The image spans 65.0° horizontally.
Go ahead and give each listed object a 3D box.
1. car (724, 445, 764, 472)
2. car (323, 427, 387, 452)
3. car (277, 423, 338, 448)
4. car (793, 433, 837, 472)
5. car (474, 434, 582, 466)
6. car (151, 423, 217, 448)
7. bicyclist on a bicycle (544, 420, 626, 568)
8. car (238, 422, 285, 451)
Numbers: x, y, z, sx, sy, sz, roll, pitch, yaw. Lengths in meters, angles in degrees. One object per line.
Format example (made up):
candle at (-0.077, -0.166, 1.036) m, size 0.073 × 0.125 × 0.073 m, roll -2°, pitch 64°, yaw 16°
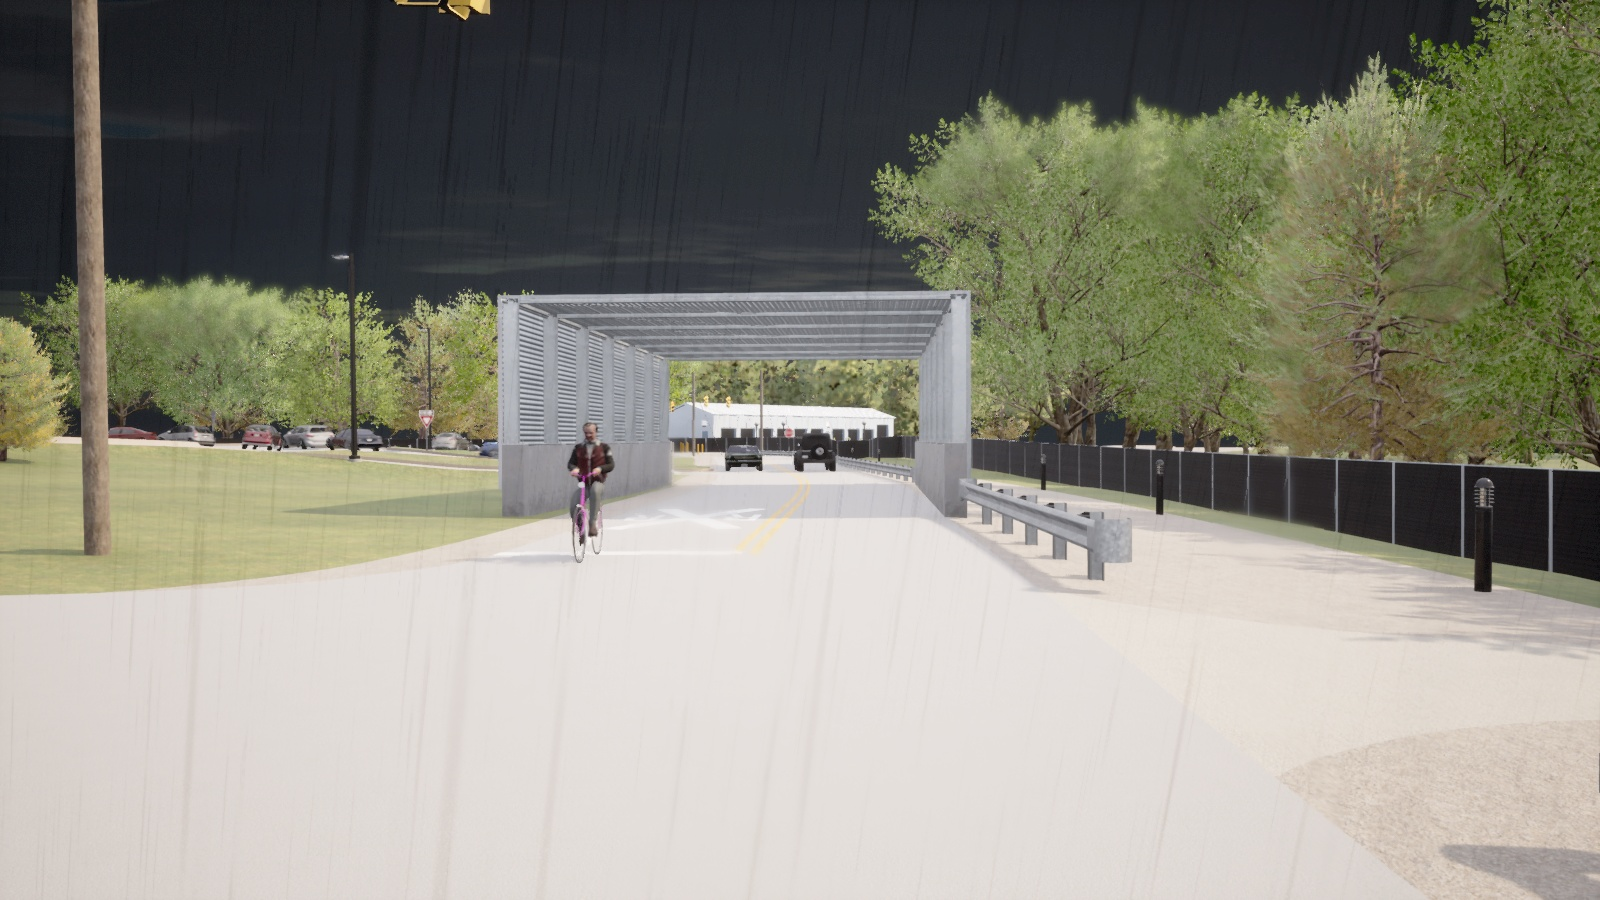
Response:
car at (-2.837, 0.406, 63.110) m, size 1.895 × 1.301 × 4.718 m, roll -1°, pitch 1°, yaw -4°
car at (-26.666, -0.638, 75.087) m, size 2.033 × 1.411 × 5.357 m, roll 0°, pitch 1°, yaw -38°
car at (-34.169, -1.028, 87.005) m, size 4.611 × 1.667 × 2.242 m, roll 2°, pitch 3°, yaw 45°
car at (0.715, 0.091, 62.370) m, size 1.905 × 1.878 × 3.866 m, roll 0°, pitch 1°, yaw -4°
car at (-14.977, 0.004, 69.158) m, size 5.357 × 1.411 × 2.033 m, roll 4°, pitch 0°, yaw 9°
car at (-42.364, -0.997, 86.329) m, size 3.988 × 1.617 × 1.851 m, roll 0°, pitch -2°, yaw 22°
bicyclist on a bicycle at (-2.710, 0.522, 15.969) m, size 0.659 × 1.776 × 1.843 m, roll 0°, pitch 0°, yaw 2°
car at (-32.896, -0.801, 76.849) m, size 1.789 × 1.549 × 3.705 m, roll 4°, pitch -1°, yaw -11°
